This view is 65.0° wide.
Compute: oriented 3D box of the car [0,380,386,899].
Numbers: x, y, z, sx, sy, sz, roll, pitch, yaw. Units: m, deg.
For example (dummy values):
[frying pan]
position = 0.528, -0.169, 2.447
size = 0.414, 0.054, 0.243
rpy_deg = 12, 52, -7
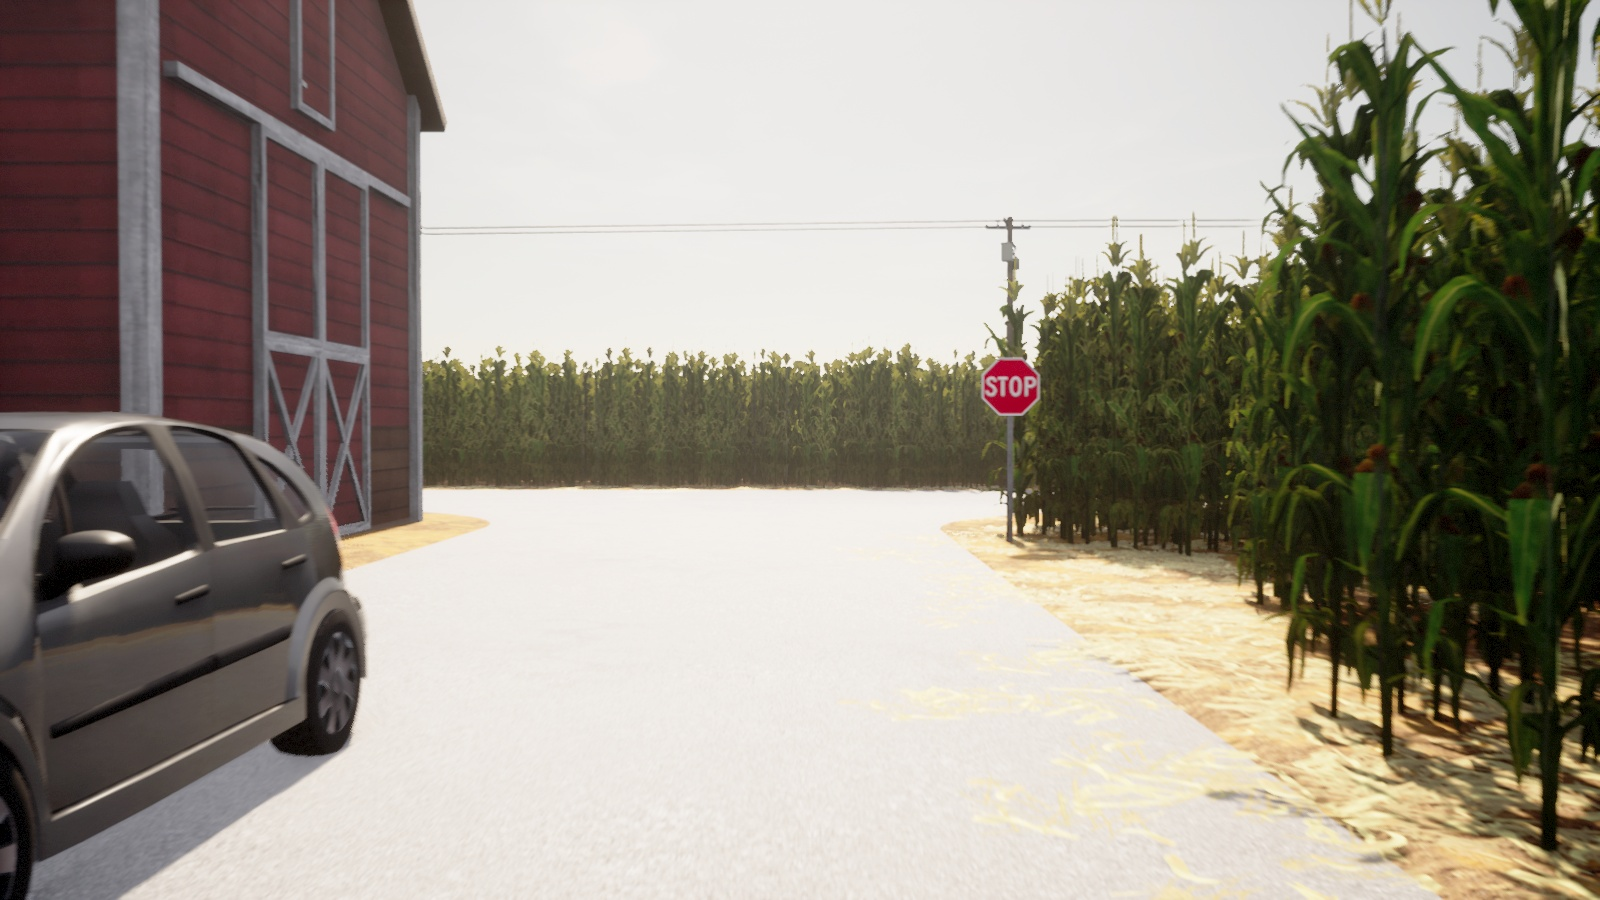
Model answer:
[car]
position = -3.059, 0.610, 4.439
size = 1.851, 1.617, 3.988
rpy_deg = 0, 1, 0
